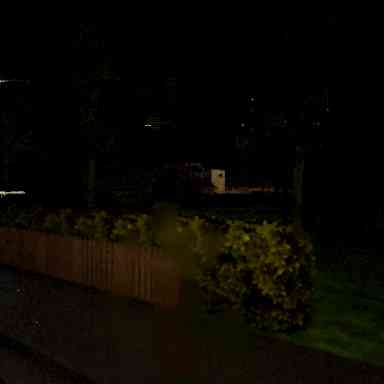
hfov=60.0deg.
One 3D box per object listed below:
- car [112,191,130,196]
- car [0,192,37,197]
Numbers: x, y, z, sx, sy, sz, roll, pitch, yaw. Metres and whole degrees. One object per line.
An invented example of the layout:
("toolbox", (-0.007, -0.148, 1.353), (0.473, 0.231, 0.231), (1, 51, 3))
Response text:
("car", (-9.804, 0.944, 45.886), (2.150, 2.045, 5.566), (0, 1, 36))
("car", (-15.885, 1.004, 31.484), (2.150, 2.045, 5.566), (1, 0, 38))
